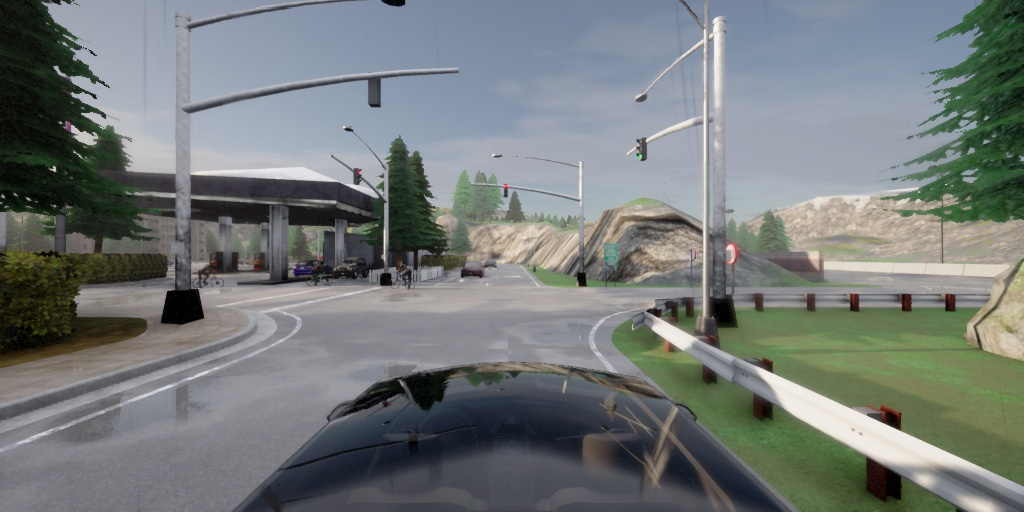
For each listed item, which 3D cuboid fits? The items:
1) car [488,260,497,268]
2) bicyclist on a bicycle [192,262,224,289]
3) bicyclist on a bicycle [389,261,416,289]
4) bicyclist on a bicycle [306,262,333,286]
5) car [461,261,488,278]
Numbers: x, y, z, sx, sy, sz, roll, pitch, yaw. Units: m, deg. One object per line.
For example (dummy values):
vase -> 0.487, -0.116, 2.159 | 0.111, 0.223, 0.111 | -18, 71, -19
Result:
car -> -3.514, 1.297, 59.187 | 2.033, 1.411, 5.357 | 0, 0, 1
bicyclist on a bicycle -> -18.539, 1.190, 21.907 | 1.656, 1.620, 0.582 | 0, -1, -15
bicyclist on a bicycle -> -6.289, 1.115, 20.588 | 1.656, 1.620, 0.582 | 0, -1, 12
bicyclist on a bicycle -> -13.084, 1.203, 24.373 | 1.656, 1.620, 0.582 | 0, 0, -40
car -> -3.576, 1.228, 33.463 | 1.882, 1.535, 5.008 | 0, 1, 0
